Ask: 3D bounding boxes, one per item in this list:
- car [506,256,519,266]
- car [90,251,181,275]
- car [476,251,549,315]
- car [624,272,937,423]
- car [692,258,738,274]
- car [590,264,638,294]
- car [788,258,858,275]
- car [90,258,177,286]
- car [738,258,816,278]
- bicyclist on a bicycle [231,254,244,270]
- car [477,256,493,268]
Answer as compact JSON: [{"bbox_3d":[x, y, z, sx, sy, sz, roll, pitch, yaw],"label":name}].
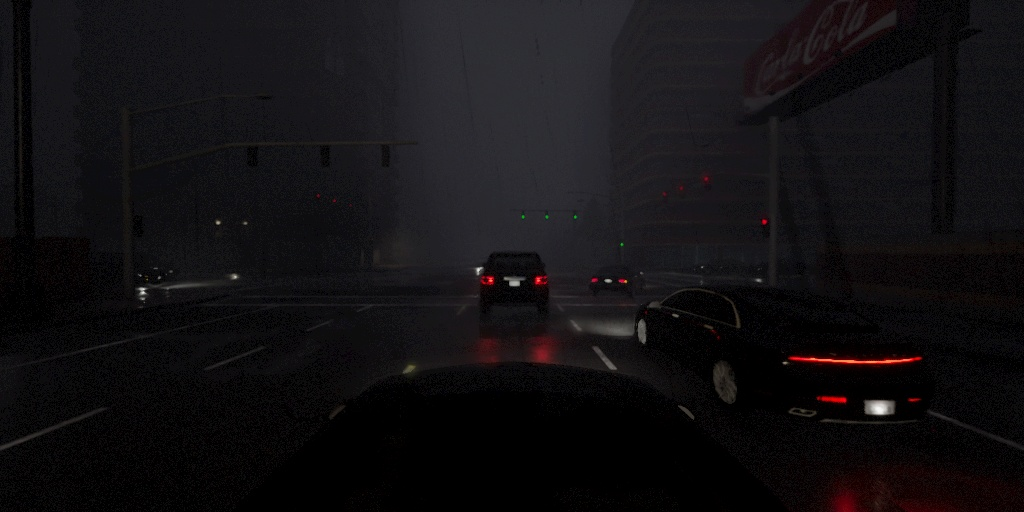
[{"bbox_3d":[0.084,0.698,55.440,1.994,1.385,4.181,0,1,0],"label":"car"},{"bbox_3d":[-26.176,0.709,24.601,5.566,2.045,2.150,0,1,-1],"label":"car"},{"bbox_3d":[0.084,0.843,12.953,2.150,2.045,5.566,0,1,0],"label":"car"},{"bbox_3d":[3.600,1.206,5.933,1.837,1.490,4.892,0,1,0],"label":"car"},{"bbox_3d":[18.629,0.927,32.055,4.674,1.442,1.812,0,1,0],"label":"car"},{"bbox_3d":[5.359,1.111,17.948,2.033,1.411,5.357,0,1,27],"label":"car"},{"bbox_3d":[27.735,0.927,32.092,4.674,1.442,1.812,0,1,0],"label":"car"},{"bbox_3d":[-23.216,1.032,21.124,4.892,1.490,1.837,0,1,0],"label":"car"},{"bbox_3d":[21.312,0.919,28.569,5.008,1.535,1.882,0,1,0],"label":"car"},{"bbox_3d":[-28.011,0.651,36.576,0.582,1.620,1.656,0,1,0],"label":"bicyclist on a bicycle"},{"bbox_3d":[-3.561,0.747,47.778,1.812,1.442,4.674,0,1,0],"label":"car"}]
